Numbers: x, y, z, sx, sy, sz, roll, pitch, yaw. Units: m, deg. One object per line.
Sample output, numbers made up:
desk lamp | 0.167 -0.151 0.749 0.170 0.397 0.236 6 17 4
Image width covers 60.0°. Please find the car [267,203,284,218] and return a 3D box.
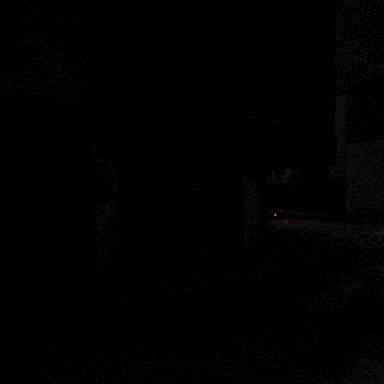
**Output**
car | 5.686 1.601 29.488 1.895 1.301 4.718 0 0 -34
